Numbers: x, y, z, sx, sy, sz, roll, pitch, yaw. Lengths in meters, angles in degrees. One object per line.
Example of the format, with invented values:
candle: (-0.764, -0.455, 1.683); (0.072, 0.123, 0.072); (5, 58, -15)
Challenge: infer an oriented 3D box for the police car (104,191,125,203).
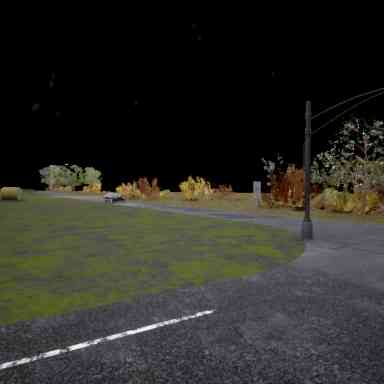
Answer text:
police car: (-11.603, 0.744, 49.757); (1.930, 1.638, 5.238); (1, 0, -32)
